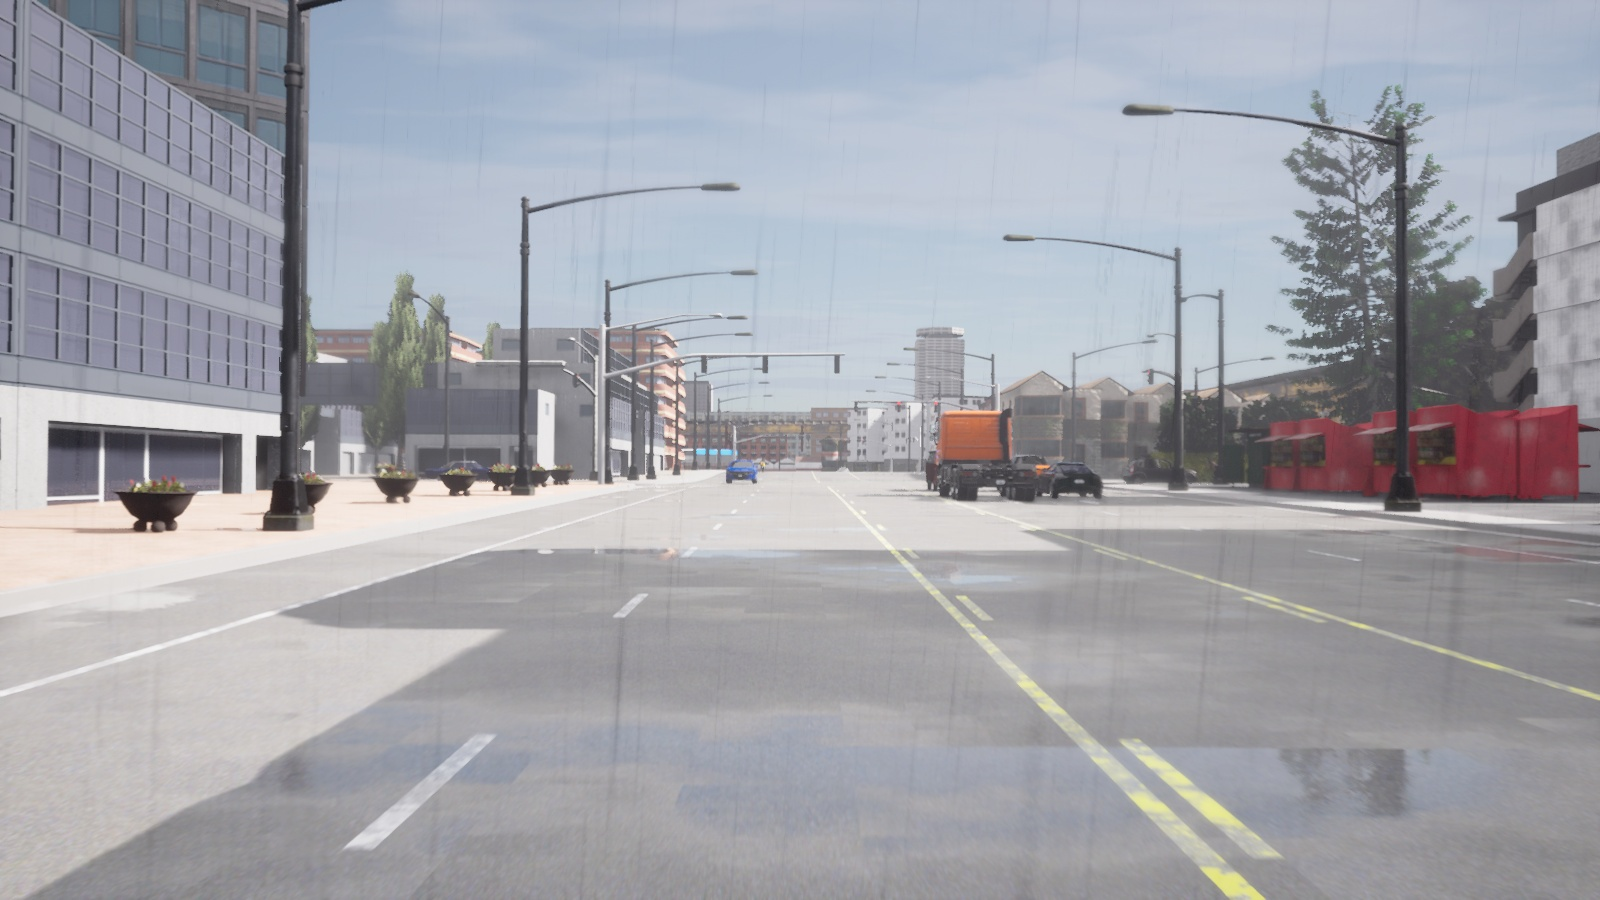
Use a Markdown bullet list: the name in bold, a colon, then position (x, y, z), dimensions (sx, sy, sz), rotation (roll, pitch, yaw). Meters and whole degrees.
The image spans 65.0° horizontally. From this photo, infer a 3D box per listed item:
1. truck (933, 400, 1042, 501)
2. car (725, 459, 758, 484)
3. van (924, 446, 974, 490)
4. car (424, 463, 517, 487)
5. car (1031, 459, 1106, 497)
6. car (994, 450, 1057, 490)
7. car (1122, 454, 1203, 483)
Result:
- **truck**: position (6.882, 0.024, 47.233), dimensions (2.891, 3.462, 7.936), rotation (0, 0, 0)
- **car**: position (-3.694, 1.387, 80.257), dimensions (1.882, 1.535, 5.008), rotation (0, -1, 0)
- **van**: position (6.857, 0.827, 58.319), dimensions (1.775, 1.987, 4.442), rotation (0, 0, 0)
- **car**: position (-18.534, 1.398, 70.792), dimensions (4.718, 1.301, 1.895), rotation (0, -1, 0)
- **car**: position (10.383, 1.062, 48.808), dimensions (1.994, 1.385, 4.181), rotation (0, 0, 0)
- **car**: position (10.359, 0.914, 57.988), dimensions (2.097, 1.767, 4.553), rotation (0, 0, 0)
- **car**: position (20.354, 1.037, 70.595), dimensions (3.988, 1.617, 1.851), rotation (0, -1, 2)
